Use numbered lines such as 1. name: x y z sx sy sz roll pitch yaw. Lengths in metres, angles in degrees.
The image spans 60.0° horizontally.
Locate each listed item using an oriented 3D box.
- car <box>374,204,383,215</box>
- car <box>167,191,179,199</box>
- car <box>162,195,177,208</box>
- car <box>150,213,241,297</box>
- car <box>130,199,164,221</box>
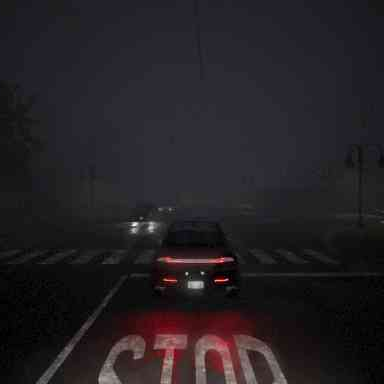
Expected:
1. car: 18.913 1.335 29.785 4.892 1.490 1.837 -1 0 0
2. car: -3.688 0.879 64.865 2.150 2.045 5.566 0 0 0
3. car: -3.722 1.547 49.060 2.033 1.411 5.357 0 0 0
4. car: 0.066 1.492 8.534 2.128 1.511 4.902 0 0 0
5. car: -3.689 1.518 26.836 2.033 1.411 5.357 0 0 0
